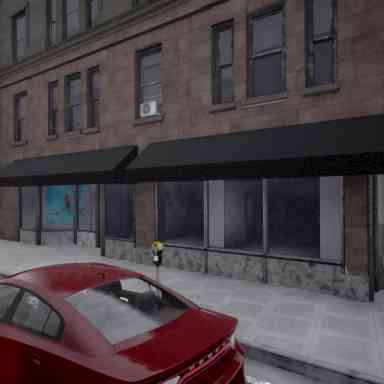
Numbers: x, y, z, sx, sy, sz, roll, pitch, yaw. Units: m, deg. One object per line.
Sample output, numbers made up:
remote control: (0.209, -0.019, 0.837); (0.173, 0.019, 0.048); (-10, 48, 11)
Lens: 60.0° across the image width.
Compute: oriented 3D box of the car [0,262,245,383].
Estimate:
car: (-1.591, 1.545, 3.983); (4.507, 1.381, 1.887); (0, 0, 35)
